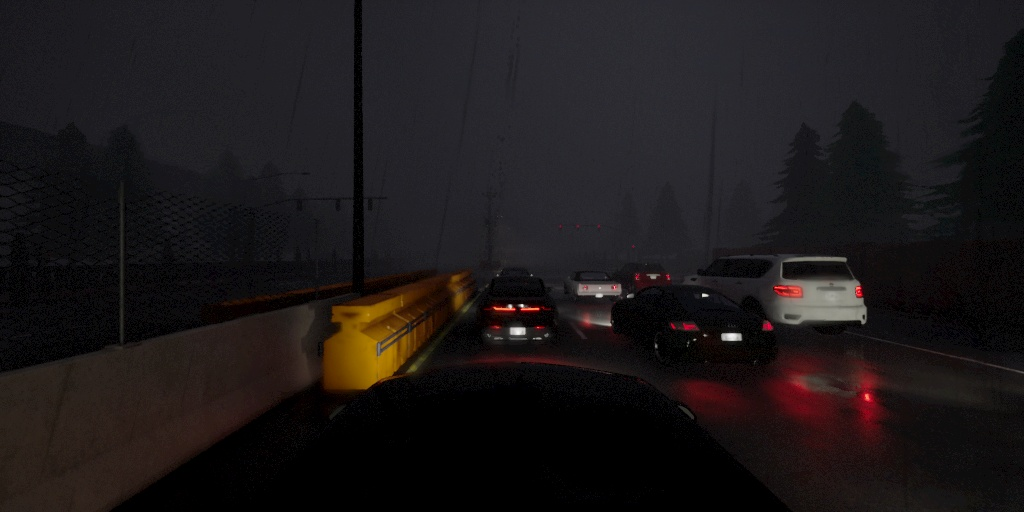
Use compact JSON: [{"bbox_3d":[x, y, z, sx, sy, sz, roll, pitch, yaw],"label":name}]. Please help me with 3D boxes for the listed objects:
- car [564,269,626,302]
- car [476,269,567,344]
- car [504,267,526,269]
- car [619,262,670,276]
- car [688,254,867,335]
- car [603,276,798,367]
[{"bbox_3d":[3.642,1.355,17.139,1.895,1.301,4.718,0,0,0],"label":"car"},{"bbox_3d":[0.121,1.257,9.588,1.837,1.490,4.892,0,0,0],"label":"car"},{"bbox_3d":[0.145,1.302,19.105,2.033,1.411,5.357,0,0,0],"label":"car"},{"bbox_3d":[7.150,1.107,20.243,2.097,1.767,4.553,0,0,0],"label":"car"},{"bbox_3d":[7.125,0.974,10.657,2.150,2.045,5.566,0,0,0],"label":"car"},{"bbox_3d":[3.625,1.315,7.958,1.994,1.385,4.181,0,0,-1],"label":"car"}]
